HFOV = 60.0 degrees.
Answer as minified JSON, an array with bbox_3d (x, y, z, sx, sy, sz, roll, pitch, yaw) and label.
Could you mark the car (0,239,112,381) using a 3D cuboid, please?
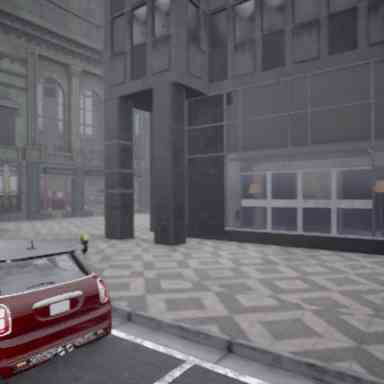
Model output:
[{"bbox_3d":[-3.219,1.468,5.263,4.097,1.590,1.967,0,0,35],"label":"car"}]
